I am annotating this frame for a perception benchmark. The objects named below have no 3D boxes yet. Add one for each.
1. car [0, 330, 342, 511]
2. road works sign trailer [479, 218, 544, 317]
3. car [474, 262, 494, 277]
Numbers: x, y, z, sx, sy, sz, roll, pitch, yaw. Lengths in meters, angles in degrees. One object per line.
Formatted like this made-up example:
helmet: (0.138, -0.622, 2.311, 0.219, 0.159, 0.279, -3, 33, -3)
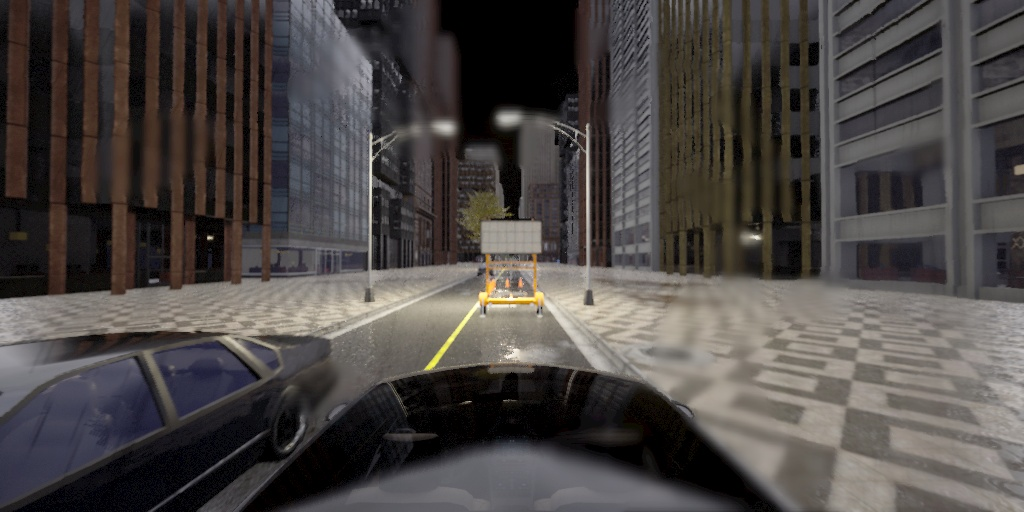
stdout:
car: (-3.101, 1.304, 2.284, 2.033, 1.411, 5.357, 0, -1, 0)
road works sign trailer: (-0.028, 0.344, 13.866, 2.380, 3.560, 2.880, 0, 0, 0)
car: (-3.195, 1.755, 43.984, 2.033, 1.411, 5.357, 0, -1, 0)
